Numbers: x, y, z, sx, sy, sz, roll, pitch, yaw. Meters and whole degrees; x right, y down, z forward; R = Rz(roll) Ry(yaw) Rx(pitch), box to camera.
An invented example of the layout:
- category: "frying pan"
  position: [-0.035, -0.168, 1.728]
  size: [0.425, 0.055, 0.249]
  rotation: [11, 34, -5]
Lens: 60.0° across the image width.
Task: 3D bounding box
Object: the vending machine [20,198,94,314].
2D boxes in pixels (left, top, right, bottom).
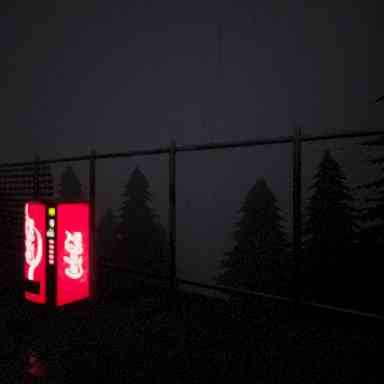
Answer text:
- category: "vending machine"
  position: [-2.747, 1.184, 6.805]
  size: [0.880, 2.100, 1.100]
  rotation: [0, 0, 35]
